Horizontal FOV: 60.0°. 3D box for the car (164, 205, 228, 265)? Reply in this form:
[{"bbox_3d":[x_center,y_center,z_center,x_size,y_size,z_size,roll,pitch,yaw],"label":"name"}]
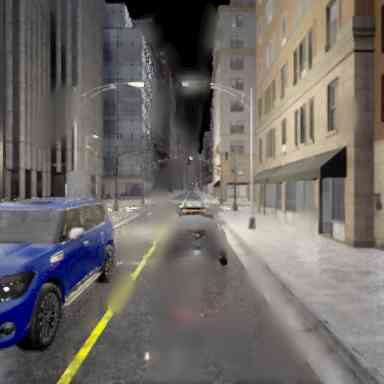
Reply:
[{"bbox_3d":[0.121,1.400,11.241,1.837,1.490,4.892,0,0,0],"label":"car"}]

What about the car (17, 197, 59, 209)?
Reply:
[{"bbox_3d":[-19.773,1.367,42.800,4.507,1.381,1.887,-1,1,0],"label":"car"}]

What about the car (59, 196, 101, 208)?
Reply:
[{"bbox_3d":[-14.319,1.293,42.820,4.829,1.417,1.752,-1,1,0],"label":"car"}]

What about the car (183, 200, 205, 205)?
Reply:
[{"bbox_3d":[0.138,1.288,22.047,2.128,1.511,4.902,0,1,0],"label":"car"}]

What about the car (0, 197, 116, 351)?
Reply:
[{"bbox_3d":[-3.051,1.164,6.464,2.150,2.045,5.566,0,0,1],"label":"car"}]

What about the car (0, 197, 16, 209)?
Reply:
[{"bbox_3d":[-25.567,1.405,42.777,4.829,1.417,1.752,-1,1,0],"label":"car"}]
